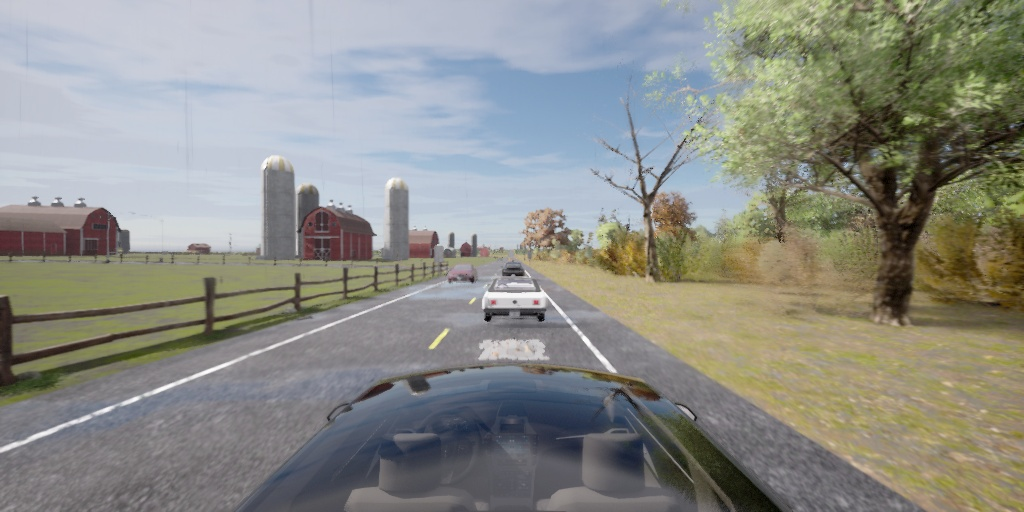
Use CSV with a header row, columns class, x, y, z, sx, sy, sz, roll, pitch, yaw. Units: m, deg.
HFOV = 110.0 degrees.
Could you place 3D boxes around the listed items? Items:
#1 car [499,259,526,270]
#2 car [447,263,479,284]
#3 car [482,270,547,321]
class,x,y,z,sx,sy,sz,roll,pitch,yaw
car,0.092,1.252,30.218,1.837,1.490,4.892,0,0,0
car,-3.595,1.273,26.880,1.812,1.442,4.674,0,0,0
car,0.084,1.350,12.422,1.895,1.301,4.718,0,0,0
